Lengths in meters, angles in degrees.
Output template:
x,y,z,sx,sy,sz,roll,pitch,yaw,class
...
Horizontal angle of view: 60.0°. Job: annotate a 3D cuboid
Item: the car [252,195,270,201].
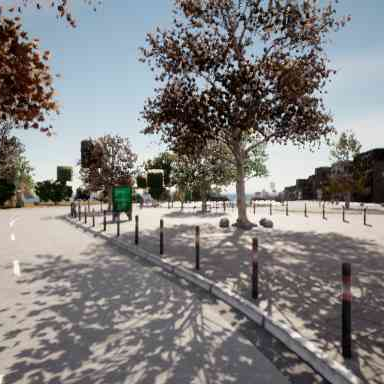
x,y,z,sx,sy,sz,roll,pitch,yaw,class
19.488,1.797,92.960,4.553,1.767,2.185,0,-1,8,car
